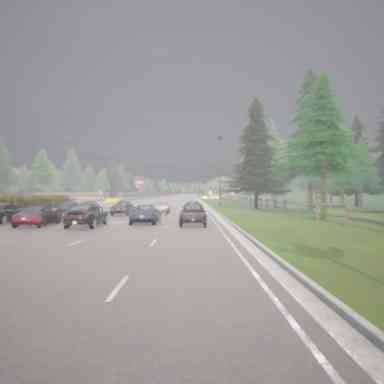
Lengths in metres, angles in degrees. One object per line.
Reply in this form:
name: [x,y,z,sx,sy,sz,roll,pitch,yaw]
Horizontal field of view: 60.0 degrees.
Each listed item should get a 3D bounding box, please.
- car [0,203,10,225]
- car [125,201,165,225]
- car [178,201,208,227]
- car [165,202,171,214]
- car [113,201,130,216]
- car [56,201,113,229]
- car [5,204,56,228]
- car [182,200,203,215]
car: [-13.912,1.571,24.597,1.837,1.490,4.892,0,0,0]
car: [-3.410,1.637,24.728,1.994,1.385,4.181,0,0,0]
car: [0.083,1.562,23.284,2.128,1.511,4.902,0,0,0]
car: [-3.416,1.712,37.472,1.895,1.301,4.718,0,0,0]
car: [-6.941,1.645,33.912,2.033,1.411,5.357,0,0,1]
car: [-6.922,1.568,22.082,1.837,1.490,4.892,0,0,0]
car: [-10.423,1.626,22.699,1.994,1.385,4.181,0,0,1]
car: [0.079,1.656,36.039,2.033,1.411,5.357,0,0,0]
